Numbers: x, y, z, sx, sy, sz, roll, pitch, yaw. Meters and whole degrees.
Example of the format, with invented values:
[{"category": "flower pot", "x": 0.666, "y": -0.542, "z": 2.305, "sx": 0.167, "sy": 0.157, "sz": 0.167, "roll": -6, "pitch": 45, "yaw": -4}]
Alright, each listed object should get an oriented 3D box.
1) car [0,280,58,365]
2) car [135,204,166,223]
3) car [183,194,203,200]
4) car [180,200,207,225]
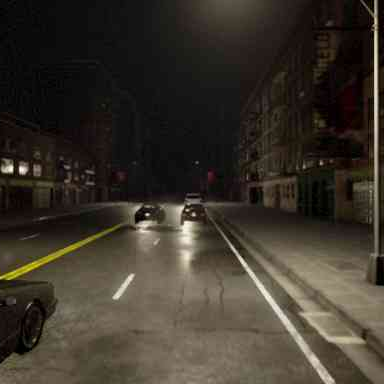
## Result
[{"category": "car", "x": -3.150, "y": 1.549, "z": 3.069, "sx": 2.033, "sy": 1.411, "sz": 5.357, "roll": 0, "pitch": 0, "yaw": 0}, {"category": "car", "x": -3.123, "y": 1.582, "z": 25.429, "sx": 1.994, "sy": 1.385, "sz": 4.181, "roll": 0, "pitch": 0, "yaw": 0}, {"category": "car", "x": 0.144, "y": 1.257, "z": 41.192, "sx": 2.150, "sy": 2.045, "sz": 5.566, "roll": 0, "pitch": 0, "yaw": -1}, {"category": "car", "x": 0.123, "y": 1.564, "z": 24.375, "sx": 2.033, "sy": 1.411, "sz": 5.357, "roll": 0, "pitch": 0, "yaw": 0}]
